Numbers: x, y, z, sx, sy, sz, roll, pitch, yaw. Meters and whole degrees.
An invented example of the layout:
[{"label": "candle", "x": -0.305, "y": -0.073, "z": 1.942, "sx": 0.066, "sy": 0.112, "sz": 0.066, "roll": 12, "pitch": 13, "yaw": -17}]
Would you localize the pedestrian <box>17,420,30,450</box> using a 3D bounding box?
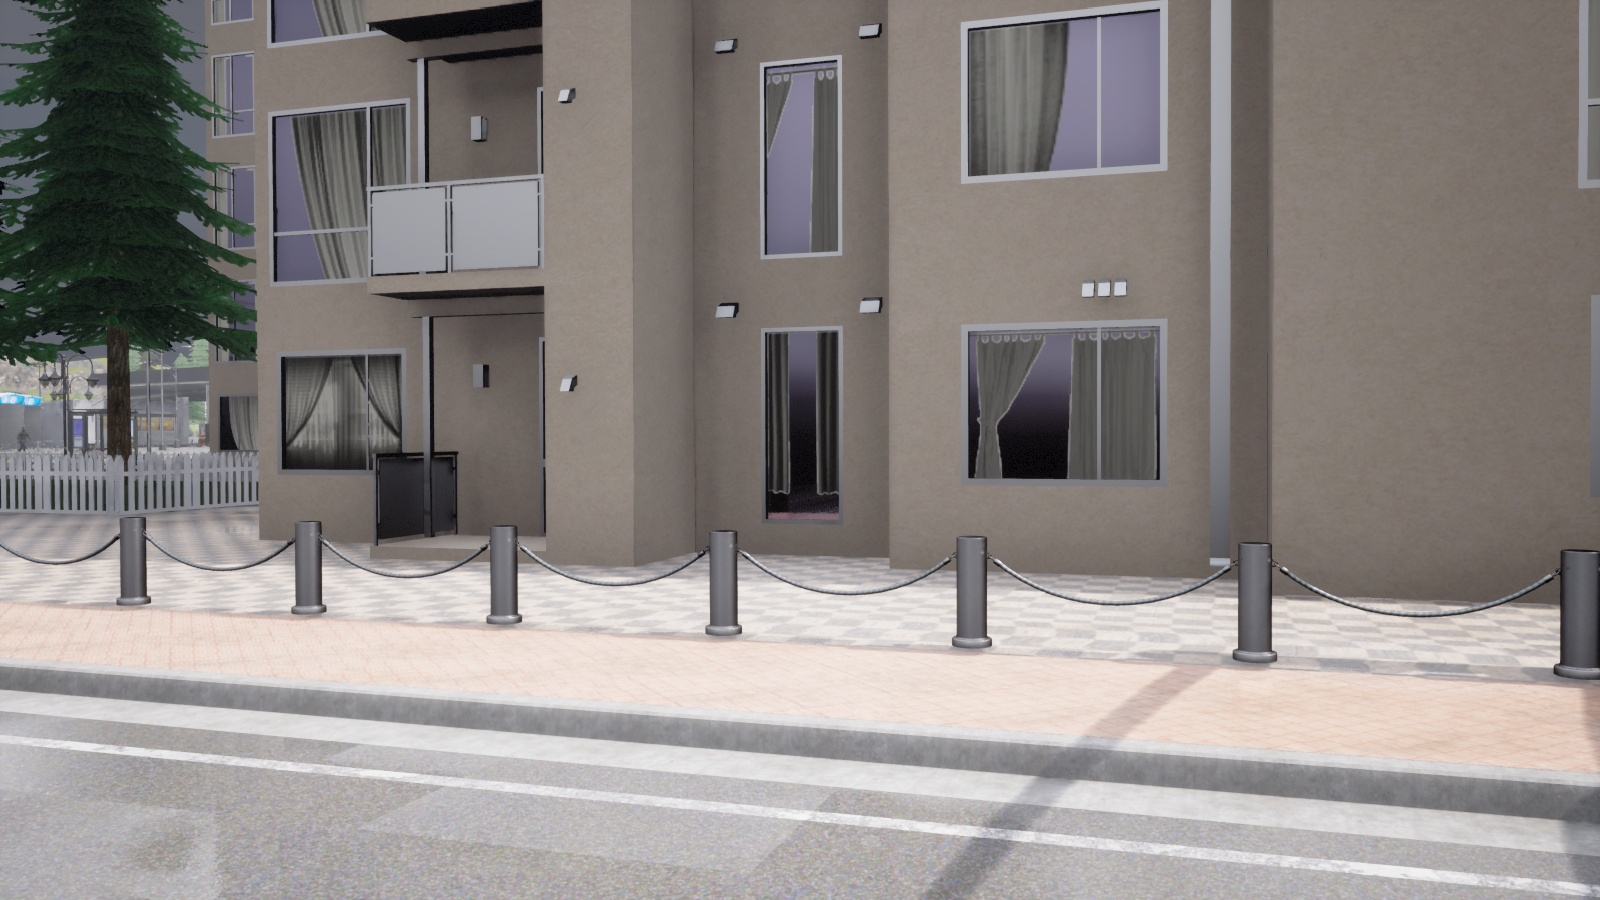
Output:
[{"label": "pedestrian", "x": -46.600, "y": -0.900, "z": 75.375, "sx": 0.614, "sy": 1.847, "sz": 0.353, "roll": 0, "pitch": 1, "yaw": 15}]
